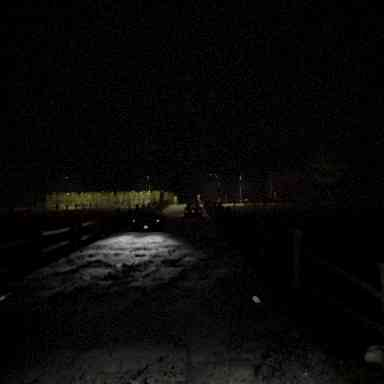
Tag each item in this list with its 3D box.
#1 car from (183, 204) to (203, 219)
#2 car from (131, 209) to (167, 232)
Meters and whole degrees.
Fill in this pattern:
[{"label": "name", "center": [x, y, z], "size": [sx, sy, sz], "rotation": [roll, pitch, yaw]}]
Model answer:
[{"label": "car", "center": [0.110, 1.881, 33.485], "size": [2.033, 1.411, 5.357], "rotation": [0, -1, 0]}, {"label": "car", "center": [-2.746, 1.815, 22.018], "size": [1.895, 1.301, 4.718], "rotation": [0, -1, 0]}]
